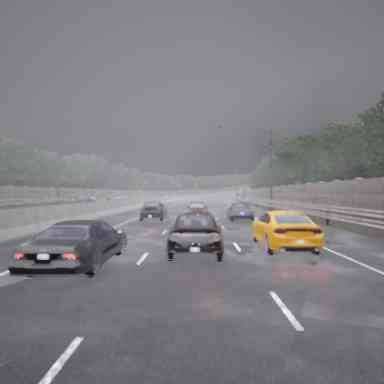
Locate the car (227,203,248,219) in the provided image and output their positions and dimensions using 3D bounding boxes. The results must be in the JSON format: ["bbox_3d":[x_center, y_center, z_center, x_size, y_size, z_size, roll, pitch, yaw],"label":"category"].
[{"bbox_3d":[3.943,1.609,27.549,1.994,1.385,4.181,0,0,2],"label":"car"}]

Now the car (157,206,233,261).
[{"bbox_3d":[0.143,1.505,12.325,2.128,1.511,4.902,0,0,1],"label":"car"}]

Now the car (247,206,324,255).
[{"bbox_3d":[3.670,1.493,13.522,1.882,1.535,5.008,0,0,1],"label":"car"}]

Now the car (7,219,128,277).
[{"bbox_3d":[-3.407,1.557,10.253,2.033,1.411,5.357,0,0,1],"label":"car"}]

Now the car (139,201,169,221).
[{"bbox_3d":[-3.070,1.544,27.326,1.837,1.490,4.892,0,0,2],"label":"car"}]

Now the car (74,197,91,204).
[{"bbox_3d":[-19.379,1.672,60.072,2.033,1.411,5.357,0,0,4],"label":"car"}]

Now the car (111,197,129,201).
[{"bbox_3d":[-12.391,1.615,59.911,1.882,1.535,5.008,0,0,4],"label":"car"}]

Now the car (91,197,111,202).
[{"bbox_3d":[-15.890,1.608,59.938,1.882,1.535,5.008,0,0,4],"label":"car"}]

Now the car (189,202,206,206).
[{"bbox_3d":[0.451,1.568,27.981,1.812,1.442,4.674,0,0,2],"label":"car"}]
